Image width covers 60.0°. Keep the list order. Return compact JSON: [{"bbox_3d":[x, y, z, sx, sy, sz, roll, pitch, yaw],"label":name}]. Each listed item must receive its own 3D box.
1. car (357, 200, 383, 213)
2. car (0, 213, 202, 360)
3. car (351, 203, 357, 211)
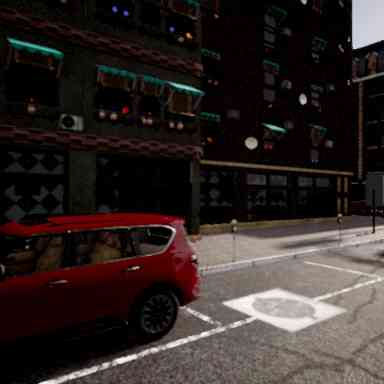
[{"bbox_3d":[19.359,1.505,36.802,1.887,1.381,4.507,1,0,-36],"label":"car"},{"bbox_3d":[-2.155,1.314,5.018,5.009,1.841,2.192,0,1,-36],"label":"car"},{"bbox_3d":[12.559,1.188,31.910,2.192,1.841,5.009,1,0,-36],"label":"car"}]
